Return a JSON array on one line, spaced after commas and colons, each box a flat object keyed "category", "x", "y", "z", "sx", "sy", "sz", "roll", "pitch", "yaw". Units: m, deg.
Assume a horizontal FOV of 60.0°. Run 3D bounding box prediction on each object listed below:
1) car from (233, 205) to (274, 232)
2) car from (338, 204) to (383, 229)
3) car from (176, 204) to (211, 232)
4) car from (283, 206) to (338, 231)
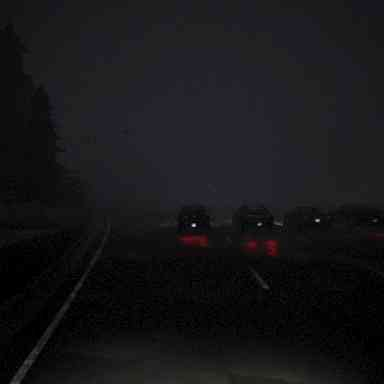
[{"category": "car", "x": 3.598, "y": 1.504, "z": 20.073, "sx": 2.128, "sy": 1.511, "sz": 4.902, "roll": 0, "pitch": 0, "yaw": 0}, {"category": "car", "x": 10.599, "y": 1.492, "z": 21.679, "sx": 1.882, "sy": 1.535, "sz": 5.008, "roll": 0, "pitch": 0, "yaw": 0}, {"category": "car", "x": 0.098, "y": 1.517, "z": 20.189, "sx": 1.837, "sy": 1.490, "sz": 4.892, "roll": 0, "pitch": 0, "yaw": 0}, {"category": "car", "x": 7.099, "y": 1.577, "z": 20.798, "sx": 1.994, "sy": 1.385, "sz": 4.181, "roll": 0, "pitch": 0, "yaw": 0}]
